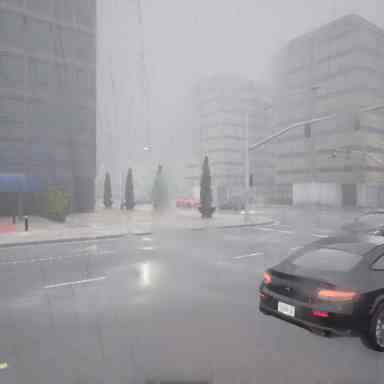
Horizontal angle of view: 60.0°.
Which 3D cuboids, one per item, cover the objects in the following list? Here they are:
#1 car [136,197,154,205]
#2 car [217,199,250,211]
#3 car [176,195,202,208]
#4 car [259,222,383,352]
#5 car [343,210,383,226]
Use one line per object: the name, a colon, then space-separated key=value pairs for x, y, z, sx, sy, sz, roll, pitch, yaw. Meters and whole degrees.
car: x=-8.348 y=1.564 z=58.922 sx=1.994 sy=1.385 sz=4.181 roll=0 pitch=0 yaw=-35
car: x=4.958 y=1.564 z=39.895 sx=1.994 sy=1.385 sz=4.181 roll=0 pitch=0 yaw=-35
car: x=-0.423 y=1.352 z=47.574 sx=2.097 sy=1.767 sz=4.553 roll=0 pitch=0 yaw=-35
car: x=3.247 y=1.526 z=6.136 sx=4.674 sy=1.442 sz=1.812 roll=0 pitch=0 yaw=-35
car: x=8.078 y=1.526 z=14.035 sx=4.674 sy=1.442 sz=1.812 roll=0 pitch=0 yaw=-32
